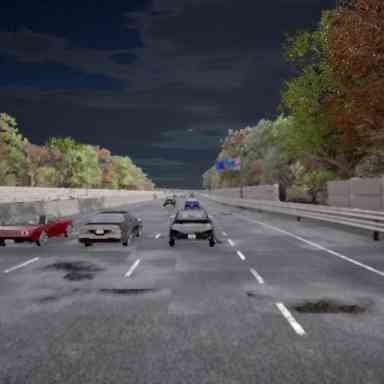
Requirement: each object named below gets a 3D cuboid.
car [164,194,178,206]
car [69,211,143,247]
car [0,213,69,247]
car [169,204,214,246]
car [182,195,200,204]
[{"bbox_3d":[-3.512,1.550,54.667,1.837,1.490,4.892,0,0,0],"label":"car"},{"bbox_3d":[-3.504,1.559,15.138,2.033,1.411,5.357,0,0,0],"label":"car"},{"bbox_3d":[-7.002,1.612,15.024,1.895,1.301,4.718,0,0,0],"label":"car"},{"bbox_3d":[-0.006,1.504,15.323,2.128,1.511,4.902,0,0,0],"label":"car"},{"bbox_3d":[-0.011,1.513,44.508,1.882,1.535,5.008,0,0,0],"label":"car"}]
